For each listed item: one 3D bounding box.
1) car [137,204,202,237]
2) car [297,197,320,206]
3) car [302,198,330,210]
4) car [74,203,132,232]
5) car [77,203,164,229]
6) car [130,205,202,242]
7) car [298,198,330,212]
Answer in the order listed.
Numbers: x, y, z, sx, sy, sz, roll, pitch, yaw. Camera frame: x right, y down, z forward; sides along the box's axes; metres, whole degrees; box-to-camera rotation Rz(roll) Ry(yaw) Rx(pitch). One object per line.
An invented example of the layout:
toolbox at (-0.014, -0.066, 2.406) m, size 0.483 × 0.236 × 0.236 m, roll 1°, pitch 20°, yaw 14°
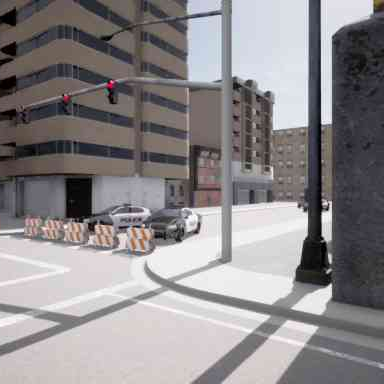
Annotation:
car at (-0.936, 1.295, 16.603) m, size 1.853 × 1.218 × 4.536 m, roll 0°, pitch 0°, yaw 16°
car at (16.564, 1.295, 47.289) m, size 1.853 × 1.218 × 4.536 m, roll 0°, pitch 0°, yaw 36°
car at (14.356, 1.295, 38.371) m, size 1.853 × 1.218 × 4.536 m, roll 0°, pitch 0°, yaw 36°
car at (-4.142, 1.453, 19.238) m, size 4.974 × 1.542 × 2.038 m, roll 0°, pitch 0°, yaw -29°
car at (-4.097, 1.295, 19.264) m, size 4.536 × 1.218 × 1.853 m, roll 0°, pitch 0°, yaw -29°
car at (-0.949, 1.453, 16.553) m, size 2.038 × 1.542 × 4.974 m, roll 0°, pitch 0°, yaw 16°
car at (14.326, 1.453, 38.329) m, size 2.038 × 1.542 × 4.974 m, roll 0°, pitch 0°, yaw 36°
